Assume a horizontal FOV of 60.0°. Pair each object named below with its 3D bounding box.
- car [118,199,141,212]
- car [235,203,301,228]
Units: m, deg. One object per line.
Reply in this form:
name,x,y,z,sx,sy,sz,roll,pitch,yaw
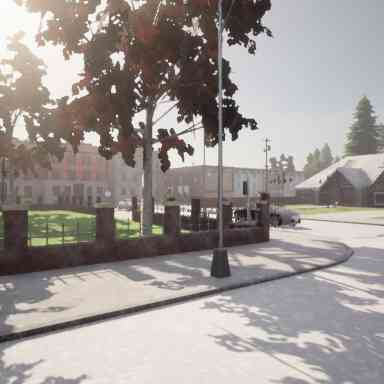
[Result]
car,-7.249,1.525,39.558,1.812,1.442,4.674,0,0,-35
car,4.969,1.491,22.311,2.128,1.511,4.902,0,0,-35
